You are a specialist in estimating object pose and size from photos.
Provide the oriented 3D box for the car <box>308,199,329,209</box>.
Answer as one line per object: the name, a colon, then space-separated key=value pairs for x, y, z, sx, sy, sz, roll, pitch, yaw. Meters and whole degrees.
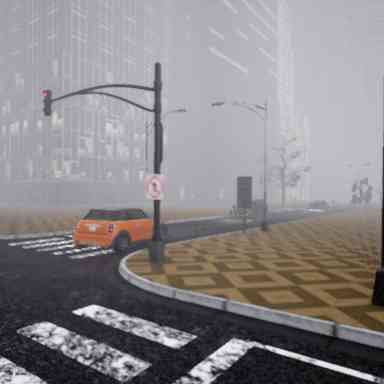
car: x=18.319 y=1.768 z=48.084 sx=1.994 sy=1.385 sz=4.181 roll=1 pitch=0 yaw=37

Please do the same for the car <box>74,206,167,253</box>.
car: x=-2.859 y=1.404 z=14.425 sx=2.097 sy=1.767 sz=4.553 roll=1 pitch=0 yaw=24

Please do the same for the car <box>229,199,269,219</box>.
car: x=5.322 y=1.456 z=30.804 sx=2.097 sy=1.767 sz=4.553 roll=1 pitch=0 yaw=37
